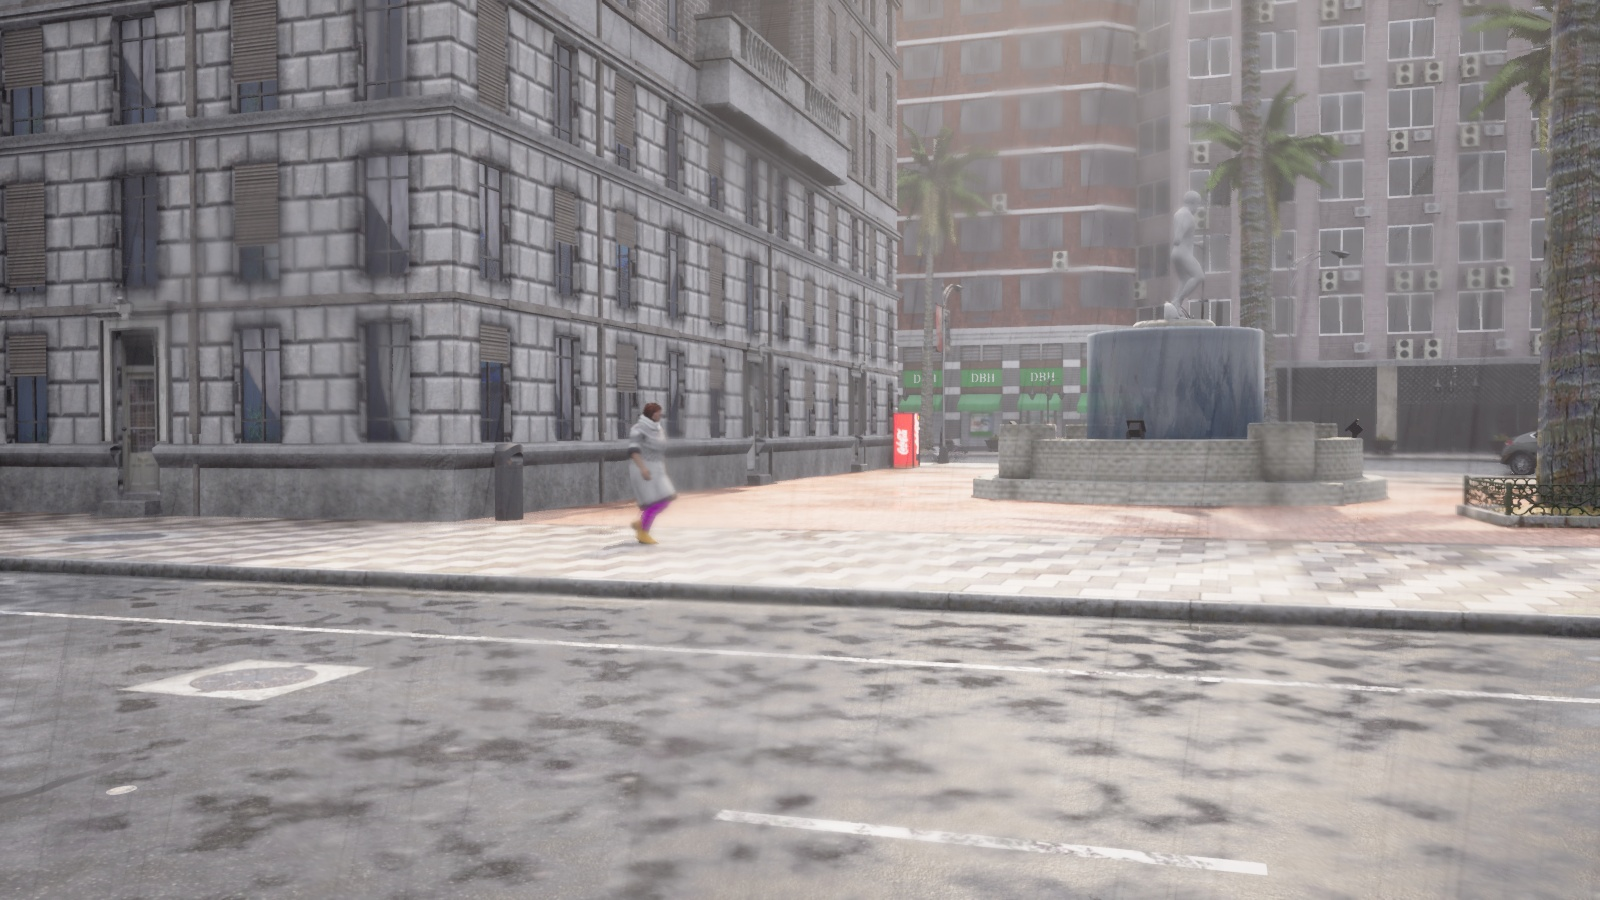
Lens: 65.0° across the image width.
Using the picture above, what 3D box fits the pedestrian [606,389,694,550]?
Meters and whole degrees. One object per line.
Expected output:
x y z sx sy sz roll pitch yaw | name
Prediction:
-1.863 0.225 15.661 0.873 1.952 0.659 1 1 24 | pedestrian

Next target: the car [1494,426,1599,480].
24.685 0.071 39.133 2.152 1.651 5.027 0 1 -27 | car
